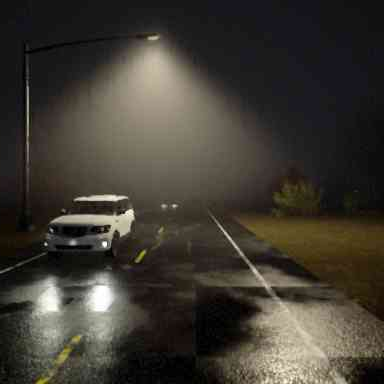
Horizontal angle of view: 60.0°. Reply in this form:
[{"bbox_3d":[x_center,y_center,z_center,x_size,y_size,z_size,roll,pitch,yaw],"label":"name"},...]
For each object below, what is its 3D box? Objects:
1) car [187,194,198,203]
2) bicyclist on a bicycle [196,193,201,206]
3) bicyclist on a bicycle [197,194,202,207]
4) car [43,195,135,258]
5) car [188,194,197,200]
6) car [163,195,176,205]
[{"bbox_3d":[0.089,1.222,61.507,1.994,1.385,4.181,0,0,0],"label":"car"},{"bbox_3d":[0.979,1.111,48.701,0.659,1.776,1.843,0,0,0],"label":"bicyclist on a bicycle"},{"bbox_3d":[0.976,1.241,40.795,0.582,1.620,1.656,0,0,0],"label":"bicyclist on a bicycle"},{"bbox_3d":[-3.595,1.163,12.803,2.150,2.045,5.566,0,0,0],"label":"car"},{"bbox_3d":[0.025,1.119,74.813,1.994,1.385,4.181,0,0,0],"label":"car"},{"bbox_3d":[-3.556,1.190,53.082,1.882,1.535,5.008,0,0,0],"label":"car"}]
